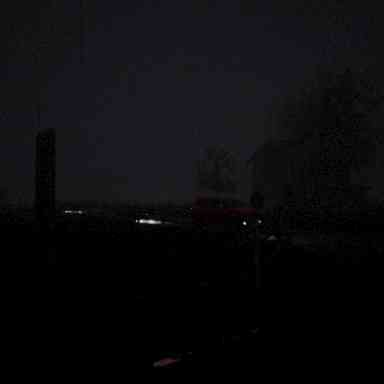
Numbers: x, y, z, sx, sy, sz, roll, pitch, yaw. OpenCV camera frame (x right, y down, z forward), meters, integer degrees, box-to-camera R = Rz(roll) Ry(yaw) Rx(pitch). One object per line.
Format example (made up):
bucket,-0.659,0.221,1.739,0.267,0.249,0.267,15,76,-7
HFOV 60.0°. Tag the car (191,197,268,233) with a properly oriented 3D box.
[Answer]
car,2.151,1.324,20.891,2.150,2.045,5.566,1,-1,-36

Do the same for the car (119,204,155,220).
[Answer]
car,-5.161,1.781,30.961,1.994,1.385,4.181,1,-1,-36

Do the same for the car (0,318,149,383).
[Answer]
car,-2.439,1.494,1.212,4.902,1.511,2.128,0,0,-35

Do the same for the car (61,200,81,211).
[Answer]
car,-17.774,1.921,48.507,1.837,1.490,4.892,1,-1,-36

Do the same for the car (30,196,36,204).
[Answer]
car,-36.290,2.223,78.767,1.837,1.490,4.892,1,-1,-36
